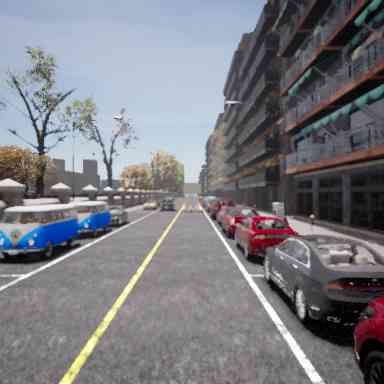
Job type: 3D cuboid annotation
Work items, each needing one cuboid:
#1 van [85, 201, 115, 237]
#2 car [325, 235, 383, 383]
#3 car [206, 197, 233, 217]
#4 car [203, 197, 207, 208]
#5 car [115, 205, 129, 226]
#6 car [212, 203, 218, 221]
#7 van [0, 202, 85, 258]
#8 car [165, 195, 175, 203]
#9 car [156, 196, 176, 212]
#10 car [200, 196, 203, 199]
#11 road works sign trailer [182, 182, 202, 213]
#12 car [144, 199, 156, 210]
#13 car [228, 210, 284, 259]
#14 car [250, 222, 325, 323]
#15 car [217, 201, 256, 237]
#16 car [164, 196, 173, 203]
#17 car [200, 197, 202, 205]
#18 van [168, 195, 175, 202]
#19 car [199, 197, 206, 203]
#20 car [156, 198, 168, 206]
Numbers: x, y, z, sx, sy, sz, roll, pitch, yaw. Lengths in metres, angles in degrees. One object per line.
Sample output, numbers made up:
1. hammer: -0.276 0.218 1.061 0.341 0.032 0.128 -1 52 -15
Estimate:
1. van: -5.688 1.416 18.293 1.690 1.788 3.998 0 0 0
2. car: 2.693 1.321 1.403 2.192 1.841 5.009 0 0 0
3. car: 2.691 1.442 29.553 2.192 1.841 5.009 0 0 0
4. car: 2.690 1.623 40.813 1.967 1.590 4.097 0 0 0
5. car: -5.689 1.651 23.922 2.008 1.369 4.403 0 0 0
6. car: 2.691 1.682 23.923 1.802 1.307 4.206 0 0 0
7. van: -5.689 1.392 12.663 1.690 1.788 3.998 0 0 0
8. car: -5.693 1.742 85.854 2.192 1.841 5.009 0 0 0
9. car: -3.086 1.696 42.765 1.837 1.490 4.892 0 0 0
10. car: 2.690 1.819 57.704 2.008 1.369 4.403 0 0 0
11. road works sign trailer: -0.001 0.644 40.268 2.380 3.560 2.880 0 0 0
12. car: -5.690 1.736 46.273 1.752 1.417 4.829 0 0 0
13. car: 2.691 1.595 12.663 1.887 1.381 4.507 0 0 0
14. car: 2.692 1.578 7.033 2.008 1.369 4.403 0 0 0
15. car: 2.692 1.515 18.292 1.967 1.590 4.097 0 0 0
16. car: -5.691 1.831 80.223 1.967 1.590 4.097 0 0 0
17. car: 2.690 1.805 52.074 1.947 1.339 4.313 0 0 0
18. van: -5.692 1.805 91.485 1.690 1.788 3.998 0 0 0
19. car: 2.688 2.009 85.853 1.802 1.307 4.206 0 0 0
20. car: -5.691 1.863 63.335 1.947 1.339 4.313 0 0 0
